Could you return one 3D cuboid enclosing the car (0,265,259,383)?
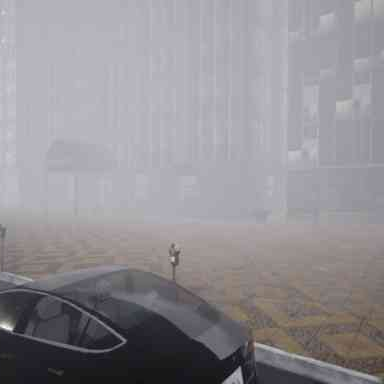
[{"bbox_3d":[-1.374,1.565,3.835,4.313,1.339,1.947,0,1,35],"label":"car"}]
